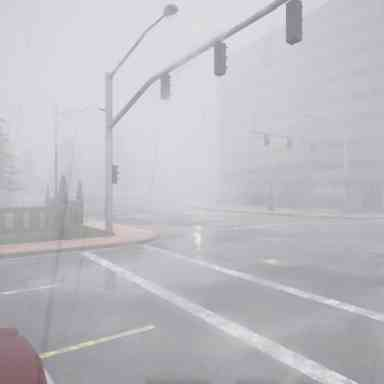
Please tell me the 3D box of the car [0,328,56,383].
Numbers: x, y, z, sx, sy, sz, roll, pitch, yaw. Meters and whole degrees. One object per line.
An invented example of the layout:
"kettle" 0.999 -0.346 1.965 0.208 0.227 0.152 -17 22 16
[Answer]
"car" -3.118 1.601 1.554 4.718 1.301 1.895 0 0 -35
